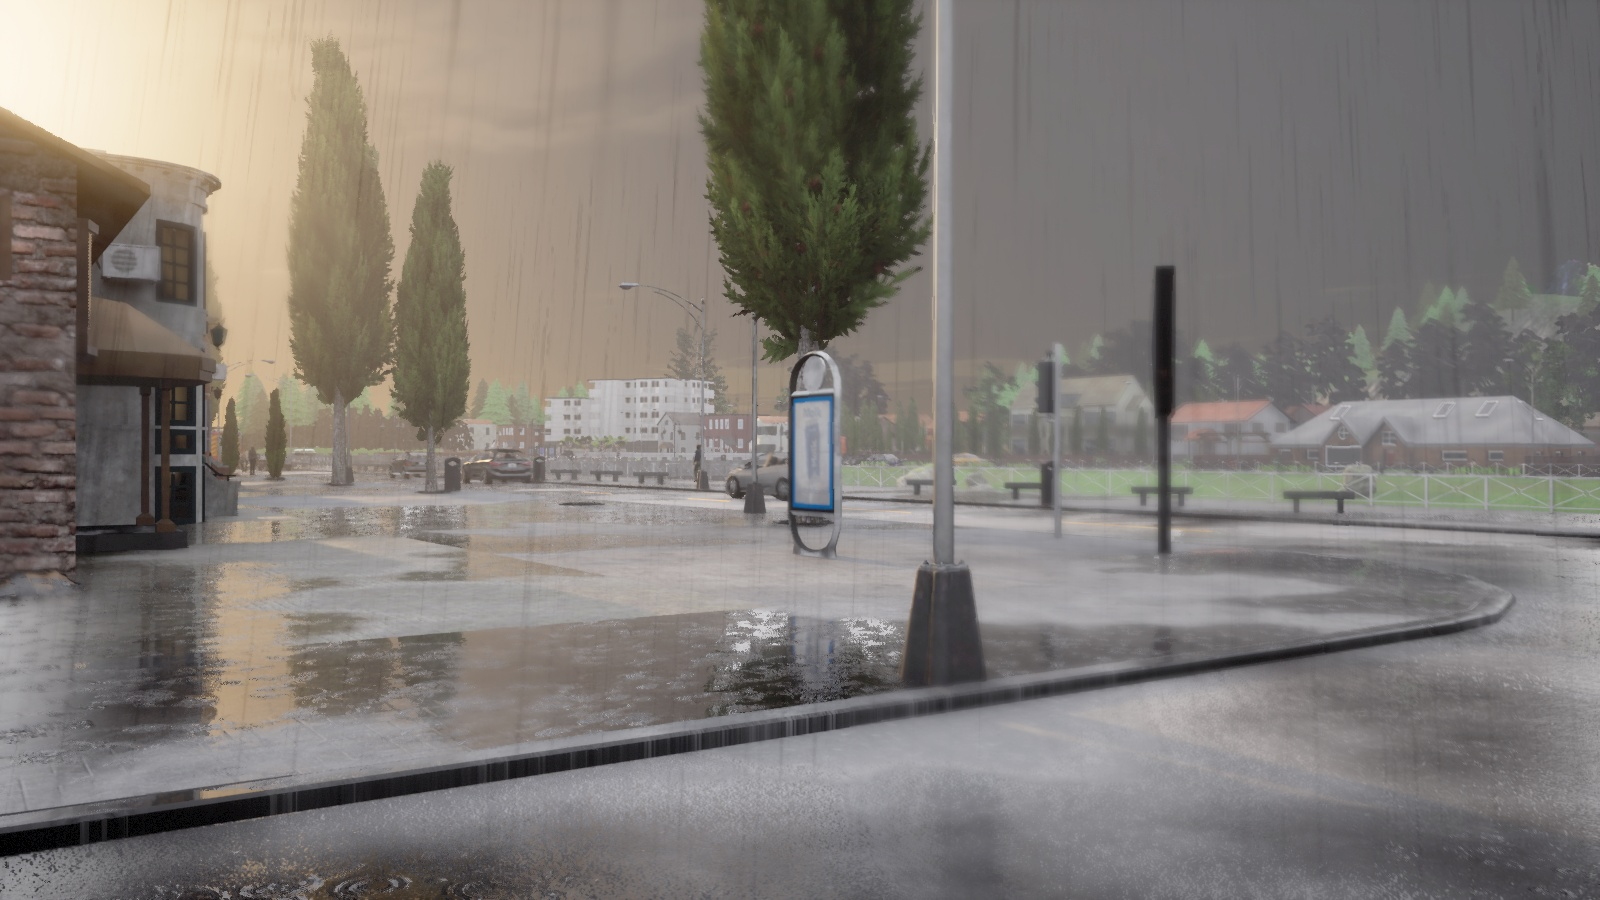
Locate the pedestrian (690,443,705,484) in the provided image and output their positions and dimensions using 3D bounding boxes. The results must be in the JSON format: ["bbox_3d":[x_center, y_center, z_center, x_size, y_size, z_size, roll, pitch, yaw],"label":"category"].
[{"bbox_3d":[-4.658,0.604,57.149,0.370,1.835,0.726,0,0,-34],"label":"pedestrian"}]

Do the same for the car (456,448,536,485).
[{"bbox_3d":[-14.685,0.768,60.444,2.242,1.667,4.611,0,0,-34],"label":"car"}]

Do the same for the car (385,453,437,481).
[{"bbox_3d":[-22.042,0.944,71.143,1.789,1.549,3.705,0,0,-34],"label":"car"}]

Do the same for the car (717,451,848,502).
[{"bbox_3d":[-0.627,0.791,39.989,2.007,1.525,4.514,0,0,-35],"label":"car"}]

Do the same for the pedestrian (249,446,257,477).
[{"bbox_3d":[-32.896,0.709,75.518,0.331,1.846,0.634,0,0,-32],"label":"pedestrian"}]
